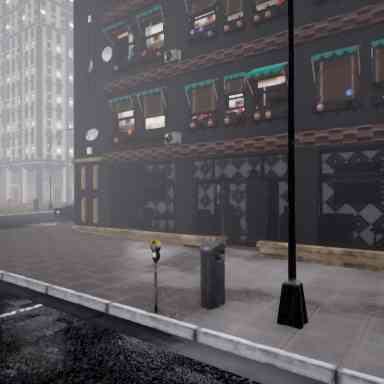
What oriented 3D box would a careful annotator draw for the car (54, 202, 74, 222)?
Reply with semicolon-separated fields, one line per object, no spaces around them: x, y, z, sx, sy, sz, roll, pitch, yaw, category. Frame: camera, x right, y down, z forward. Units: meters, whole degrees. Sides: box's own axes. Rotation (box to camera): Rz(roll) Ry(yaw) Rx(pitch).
-7.303;1.279;22.814;1.947;1.339;4.313;1;1;35;car
